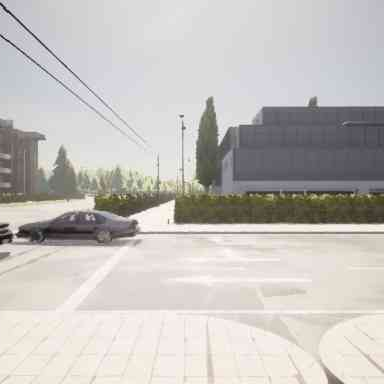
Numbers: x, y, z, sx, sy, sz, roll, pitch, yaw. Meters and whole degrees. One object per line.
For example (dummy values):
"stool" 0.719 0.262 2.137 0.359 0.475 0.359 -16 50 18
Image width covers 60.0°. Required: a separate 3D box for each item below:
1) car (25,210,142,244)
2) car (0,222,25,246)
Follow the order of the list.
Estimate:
"car" -5.022 1.547 15.179 5.357 1.411 2.033 0 0 3
"car" -8.847 1.492 11.496 4.902 1.511 2.128 0 0 0
